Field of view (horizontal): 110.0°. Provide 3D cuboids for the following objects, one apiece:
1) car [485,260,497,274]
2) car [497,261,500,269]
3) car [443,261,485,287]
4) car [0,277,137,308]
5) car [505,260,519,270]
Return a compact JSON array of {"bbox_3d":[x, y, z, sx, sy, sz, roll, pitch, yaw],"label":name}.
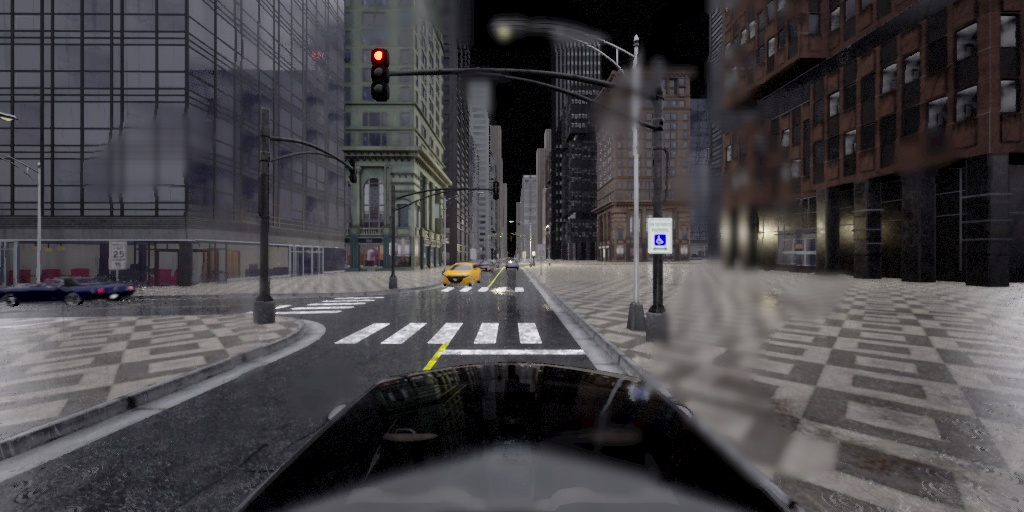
[{"bbox_3d":[-3.081,1.318,41.560,1.994,1.385,4.181,0,0,0],"label":"car"},{"bbox_3d":[-2.984,1.357,58.652,1.994,1.385,4.181,0,0,0],"label":"car"},{"bbox_3d":[-3.353,1.227,24.896,1.882,1.535,5.008,0,0,5],"label":"car"},{"bbox_3d":[-20.932,1.644,16.904,4.718,1.301,1.895,-1,0,1],"label":"car"},{"bbox_3d":[0.015,1.325,53.451,1.994,1.385,4.181,0,0,0],"label":"car"}]
